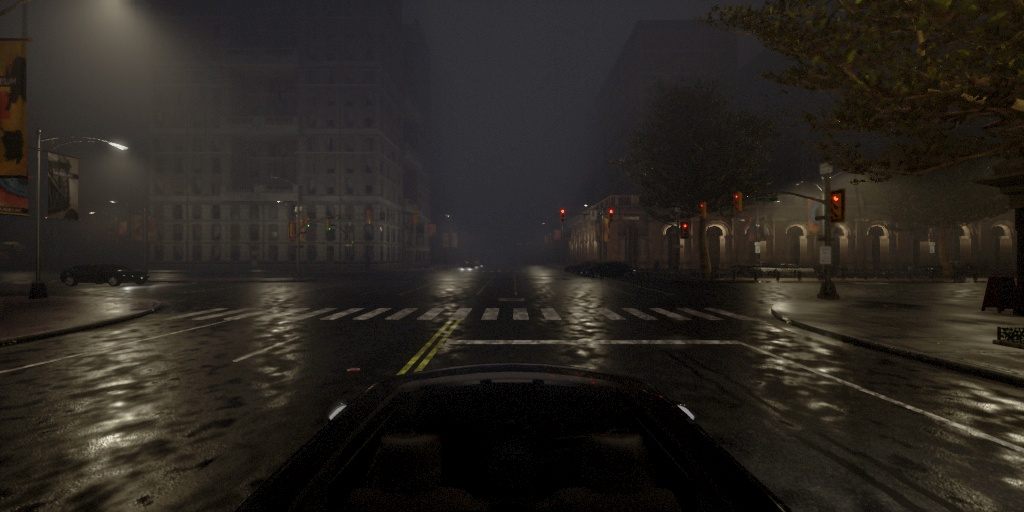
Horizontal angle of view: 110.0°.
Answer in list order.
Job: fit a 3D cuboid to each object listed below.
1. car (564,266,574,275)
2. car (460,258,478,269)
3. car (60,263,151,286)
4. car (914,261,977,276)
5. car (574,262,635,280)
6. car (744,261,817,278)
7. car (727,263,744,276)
[{"bbox_3d":[8.357,1.297,38.420,5.357,1.411,2.033,0,0,34],"label":"car"},{"bbox_3d":[-7.152,1.314,58.088,1.994,1.385,4.181,0,0,0],"label":"car"},{"bbox_3d":[-27.649,1.255,24.442,4.892,1.490,1.837,0,0,0],"label":"car"},{"bbox_3d":[43.229,1.241,35.832,4.902,1.511,2.128,0,0,0],"label":"car"},{"bbox_3d":[8.321,1.256,31.467,4.892,1.490,1.837,0,-1,-14],"label":"car"},{"bbox_3d":[24.156,1.351,32.422,4.718,1.301,1.895,0,0,0],"label":"car"},{"bbox_3d":[24.210,1.241,35.921,4.902,1.511,2.128,0,0,0],"label":"car"}]
